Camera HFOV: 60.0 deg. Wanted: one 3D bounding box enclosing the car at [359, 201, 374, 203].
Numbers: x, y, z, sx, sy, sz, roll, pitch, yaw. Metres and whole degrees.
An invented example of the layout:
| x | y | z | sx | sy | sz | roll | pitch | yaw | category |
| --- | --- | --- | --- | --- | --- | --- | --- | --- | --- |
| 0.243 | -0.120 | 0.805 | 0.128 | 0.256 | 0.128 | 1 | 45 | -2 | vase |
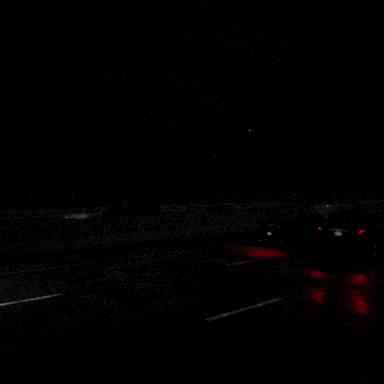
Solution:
| x | y | z | sx | sy | sz | roll | pitch | yaw | category |
| --- | --- | --- | --- | --- | --- | --- | --- | --- | --- |
| 28.436 | 2.132 | 54.456 | 4.674 | 1.442 | 1.812 | 0 | -2 | -35 | car |

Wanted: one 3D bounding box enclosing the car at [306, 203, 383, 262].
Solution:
| x | y | z | sx | sy | sz | roll | pitch | yaw | category |
| --- | --- | --- | --- | --- | --- | --- | --- | --- | --- |
| 6.860 | 1.472 | 12.929 | 4.553 | 1.767 | 2.097 | 0 | -1 | -36 | car |

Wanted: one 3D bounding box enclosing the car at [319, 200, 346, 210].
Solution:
| x | y | z | sx | sy | sz | roll | pitch | yaw | category |
| --- | --- | --- | --- | --- | --- | --- | --- | --- | --- |
| 23.320 | 2.175 | 55.106 | 4.892 | 1.490 | 1.837 | 0 | -2 | -35 | car |

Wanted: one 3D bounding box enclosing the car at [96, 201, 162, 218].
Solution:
| x | y | z | sx | sy | sz | roll | pitch | yaw | category |
| --- | --- | --- | --- | --- | --- | --- | --- | --- | --- |
| -5.410 | 1.873 | 30.213 | 5.566 | 2.045 | 2.150 | 0 | -1 | -36 | car |

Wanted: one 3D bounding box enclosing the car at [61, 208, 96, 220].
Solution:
| x | y | z | sx | sy | sz | roll | pitch | yaw | category |
| --- | --- | --- | --- | --- | --- | --- | --- | --- | --- |
| -9.883 | 2.280 | 31.297 | 4.674 | 1.442 | 1.812 | 0 | -1 | -36 | car |

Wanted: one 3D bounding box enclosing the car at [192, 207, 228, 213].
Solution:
| x | y | z | sx | sy | sz | roll | pitch | yaw | category |
| --- | --- | --- | --- | --- | --- | --- | --- | --- | --- |
| 1.178 | 1.939 | 26.324 | 5.008 | 1.535 | 1.882 | 0 | -1 | -36 | car |

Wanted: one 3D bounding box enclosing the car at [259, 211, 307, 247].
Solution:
| x | y | z | sx | sy | sz | roll | pitch | yaw | category |
| --- | --- | --- | --- | --- | --- | --- | --- | --- | --- |
| 5.441 | 1.682 | 16.215 | 5.008 | 1.535 | 1.882 | 0 | -1 | -36 | car |

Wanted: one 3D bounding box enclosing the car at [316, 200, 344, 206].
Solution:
| x | y | z | sx | sy | sz | roll | pitch | yaw | category |
| --- | --- | --- | --- | --- | --- | --- | --- | --- | --- |
| 17.607 | 1.815 | 42.440 | 4.553 | 1.767 | 2.097 | 0 | -1 | -36 | car |
